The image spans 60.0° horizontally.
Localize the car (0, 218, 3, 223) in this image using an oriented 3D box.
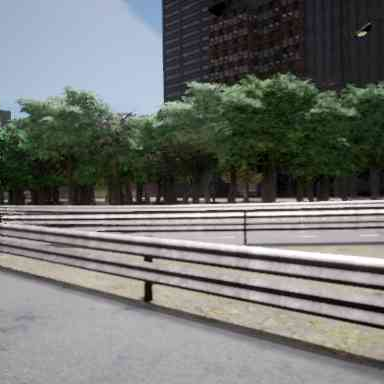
[{"bbox_3d":[-14.265,1.723,21.125,4.674,1.442,1.812,0,0,16],"label":"car"}]
